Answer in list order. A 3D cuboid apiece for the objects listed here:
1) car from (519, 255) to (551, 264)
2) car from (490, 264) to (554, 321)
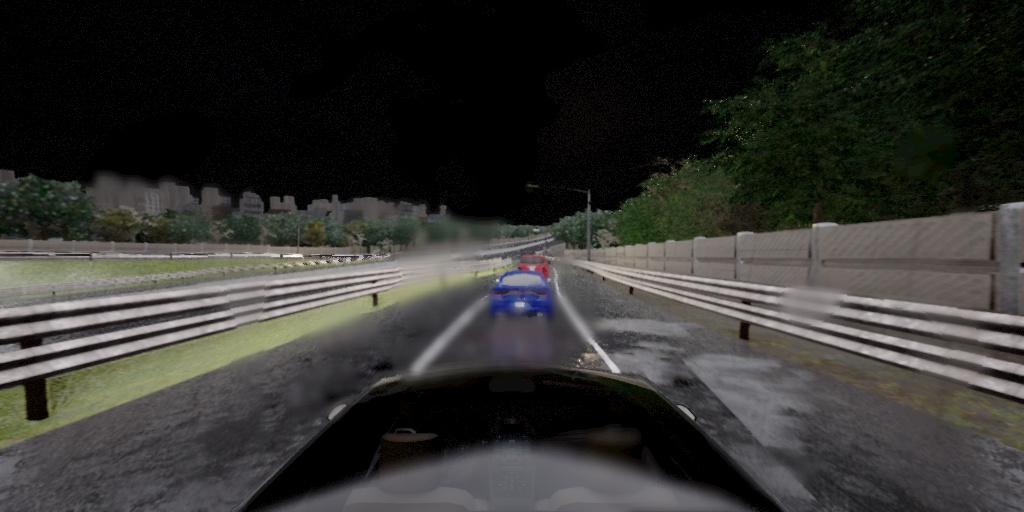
[{"bbox_3d":[1.661,0.964,26.677,2.150,2.045,5.566,1,0,7],"label":"car"},{"bbox_3d":[0.410,1.222,12.459,1.882,1.535,5.008,0,0,4],"label":"car"}]
